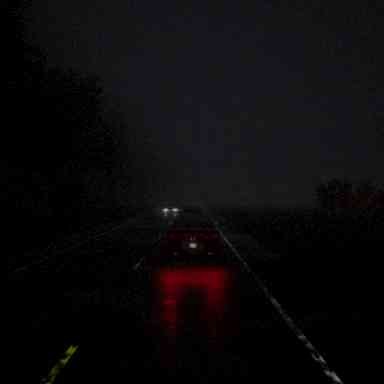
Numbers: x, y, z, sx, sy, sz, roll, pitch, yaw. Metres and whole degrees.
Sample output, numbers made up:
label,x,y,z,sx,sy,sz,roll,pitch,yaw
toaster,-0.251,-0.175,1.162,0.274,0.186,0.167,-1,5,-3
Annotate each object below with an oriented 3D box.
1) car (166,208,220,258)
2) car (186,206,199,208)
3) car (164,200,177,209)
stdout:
label,x,y,z,sx,sy,sz,roll,pitch,yaw
car,0.050,1.629,13.433,1.882,1.535,5.008,0,0,0
car,0.040,1.868,27.331,1.994,1.385,4.181,0,0,1
car,-3.580,2.119,56.584,1.837,1.490,4.892,0,-1,0
